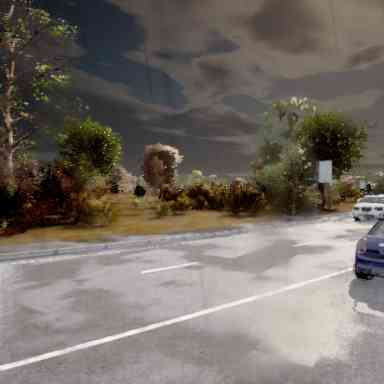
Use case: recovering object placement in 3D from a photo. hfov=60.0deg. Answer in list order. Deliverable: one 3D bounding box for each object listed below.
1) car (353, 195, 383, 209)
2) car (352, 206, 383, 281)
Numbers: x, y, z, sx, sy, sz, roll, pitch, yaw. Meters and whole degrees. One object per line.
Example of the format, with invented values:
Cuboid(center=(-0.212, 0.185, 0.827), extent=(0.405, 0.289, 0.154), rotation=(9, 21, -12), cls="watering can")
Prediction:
Cuboid(center=(14.790, 1.254, 26.721), extent=(2.150, 2.045, 5.566), rotation=(0, 0, 43), cls="car")
Cuboid(center=(6.245, 1.365, 8.829), extent=(4.553, 1.767, 2.097), rotation=(0, 0, -39), cls="car")
